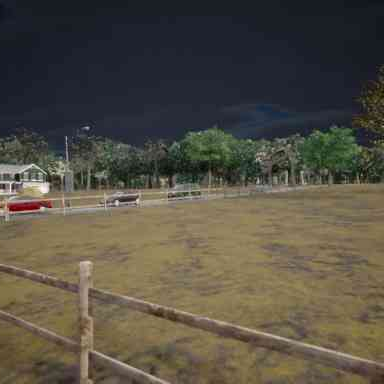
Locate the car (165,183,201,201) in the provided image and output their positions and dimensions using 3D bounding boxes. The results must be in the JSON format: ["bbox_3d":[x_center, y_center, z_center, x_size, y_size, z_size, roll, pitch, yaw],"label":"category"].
[{"bbox_3d":[-1.071,-0.034,42.864,2.150,2.045,5.566,-3,1,36],"label":"car"}]

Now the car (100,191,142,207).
[{"bbox_3d":[-7.240,0.663,34.208,1.837,1.490,4.892,-3,1,36],"label":"car"}]

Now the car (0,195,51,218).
[{"bbox_3d":[-13.421,1.042,25.542,1.882,1.535,5.008,-3,0,35],"label":"car"}]

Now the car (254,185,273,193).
[{"bbox_3d":[12.085,-0.535,56.246,1.994,1.385,4.181,-3,1,36],"label":"car"}]
